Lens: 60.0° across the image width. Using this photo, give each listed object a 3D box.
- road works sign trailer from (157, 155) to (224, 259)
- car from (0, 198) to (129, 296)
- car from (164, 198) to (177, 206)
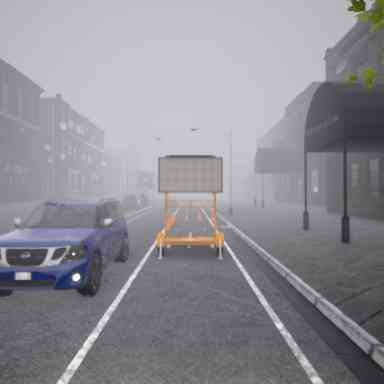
[{"bbox_3d":[-0.055,0.430,12.441,2.380,3.560,2.880,0,0,0],"label":"road works sign trailer"},{"bbox_3d":[-3.149,1.199,8.932,2.150,2.045,5.566,0,0,0],"label":"car"},{"bbox_3d":[-3.379,1.528,52.101,1.895,1.301,4.718,0,0,0],"label":"car"}]
